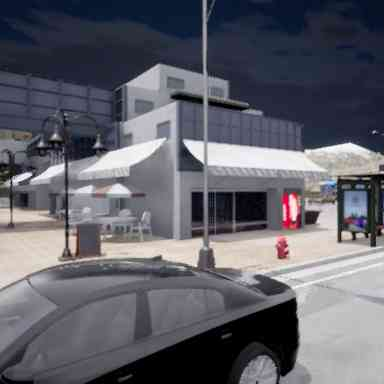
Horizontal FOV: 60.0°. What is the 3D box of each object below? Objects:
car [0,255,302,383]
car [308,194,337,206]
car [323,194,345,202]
[{"bbox_3d":[-1.062,1.473,3.205,5.008,1.535,1.882,0,0,-35],"label":"car"},{"bbox_3d":[19.346,1.108,48.964,5.027,1.636,2.152,0,0,-36],"label":"car"},{"bbox_3d":[28.619,1.154,67.083,4.514,1.523,2.007,0,0,-36],"label":"car"}]
